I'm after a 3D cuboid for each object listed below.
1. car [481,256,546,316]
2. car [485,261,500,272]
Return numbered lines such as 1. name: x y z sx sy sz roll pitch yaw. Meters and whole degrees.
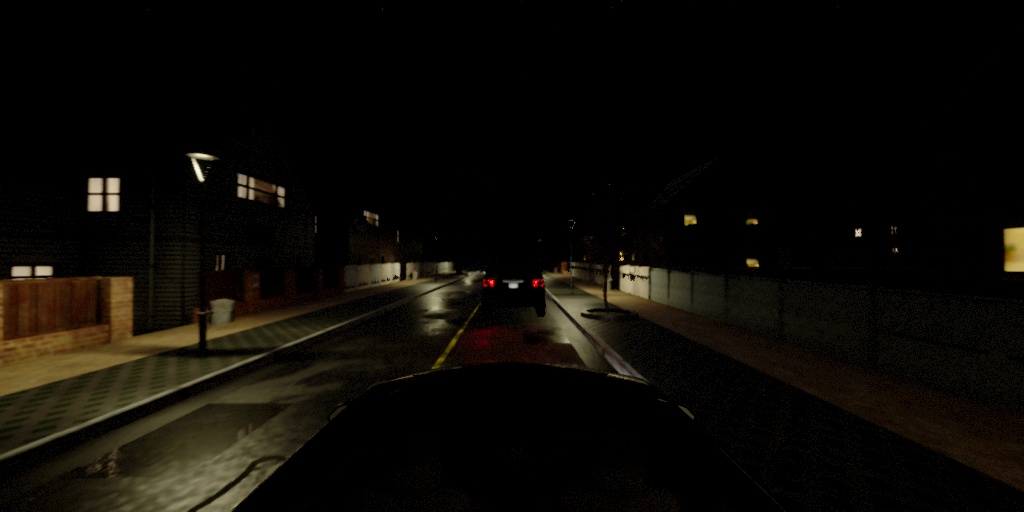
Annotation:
1. car: 0.067 1.021 13.797 2.150 2.045 5.566 0 0 0
2. car: -2.827 1.542 52.393 1.882 1.535 5.008 0 -1 0
